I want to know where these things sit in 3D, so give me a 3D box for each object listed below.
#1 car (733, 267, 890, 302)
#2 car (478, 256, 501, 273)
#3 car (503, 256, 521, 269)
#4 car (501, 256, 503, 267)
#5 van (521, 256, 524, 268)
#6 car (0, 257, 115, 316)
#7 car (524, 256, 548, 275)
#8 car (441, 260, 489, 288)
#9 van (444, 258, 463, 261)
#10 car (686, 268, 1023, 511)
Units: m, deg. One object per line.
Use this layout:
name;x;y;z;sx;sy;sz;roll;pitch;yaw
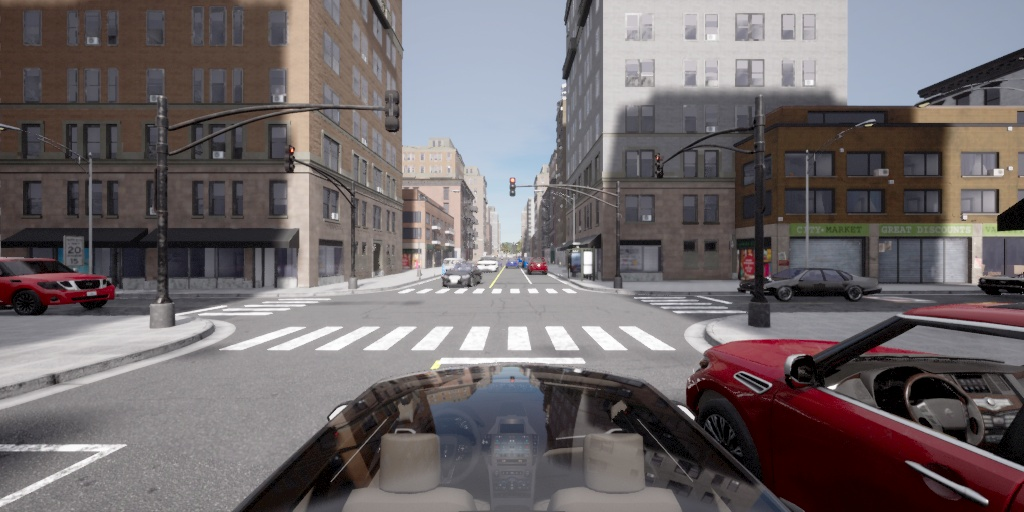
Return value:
car;13.289;1.232;16.162;5.357;1.411;2.033;0;0;0
car;-2.848;0.966;43.163;2.150;2.045;5.566;0;0;0
car;0.048;1.094;57.998;2.097;1.767;4.553;0;0;1
car;-2.751;1.122;62.660;2.097;1.767;4.553;0;0;0
van;2.689;1.084;54.879;1.690;1.789;3.998;0;0;0
car;-18.199;1.044;13.163;5.566;2.045;2.150;0;0;0
car;2.704;1.060;38.660;2.192;1.841;5.009;0;0;0
car;-3.202;1.239;23.969;2.128;1.511;4.902;0;0;6
van;-5.408;1.087;33.253;1.690;1.789;3.998;0;0;0
car;2.637;1.065;1.289;2.192;1.841;5.009;0;0;0
